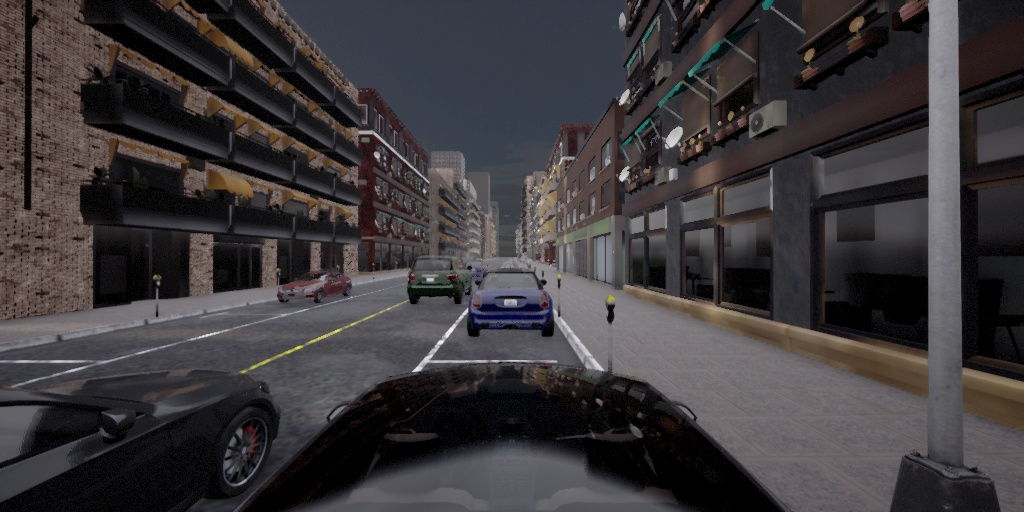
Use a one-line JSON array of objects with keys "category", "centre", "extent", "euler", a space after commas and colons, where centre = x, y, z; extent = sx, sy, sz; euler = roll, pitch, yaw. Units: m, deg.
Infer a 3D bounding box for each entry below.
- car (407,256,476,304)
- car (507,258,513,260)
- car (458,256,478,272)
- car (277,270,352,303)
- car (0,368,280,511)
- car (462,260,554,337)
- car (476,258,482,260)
[{"category": "car", "centre": [-3.145, 1.009, 16.494], "extent": [2.150, 2.045, 5.566], "euler": [0, 0, 0]}, {"category": "car", "centre": [-0.456, 1.274, 39.173], "extent": [1.751, 1.417, 4.829], "euler": [0, 0, 0]}, {"category": "car", "centre": [-6.146, 1.075, 50.435], "extent": [2.150, 2.045, 5.566], "euler": [0, 0, 0]}, {"category": "car", "centre": [-8.837, 1.332, 16.462], "extent": [1.802, 1.307, 4.207], "euler": [0, 0, 0]}, {"category": "car", "centre": [-3.145, 1.275, 1.499], "extent": [1.812, 1.442, 4.674], "euler": [0, 0, 0]}, {"category": "car", "centre": [-0.032, 1.102, 10.469], "extent": [2.097, 1.767, 4.553], "euler": [0, 0, 0]}, {"category": "car", "centre": [-3.145, 1.117, 31.434], "extent": [2.097, 1.767, 4.553], "euler": [0, 0, 0]}]
